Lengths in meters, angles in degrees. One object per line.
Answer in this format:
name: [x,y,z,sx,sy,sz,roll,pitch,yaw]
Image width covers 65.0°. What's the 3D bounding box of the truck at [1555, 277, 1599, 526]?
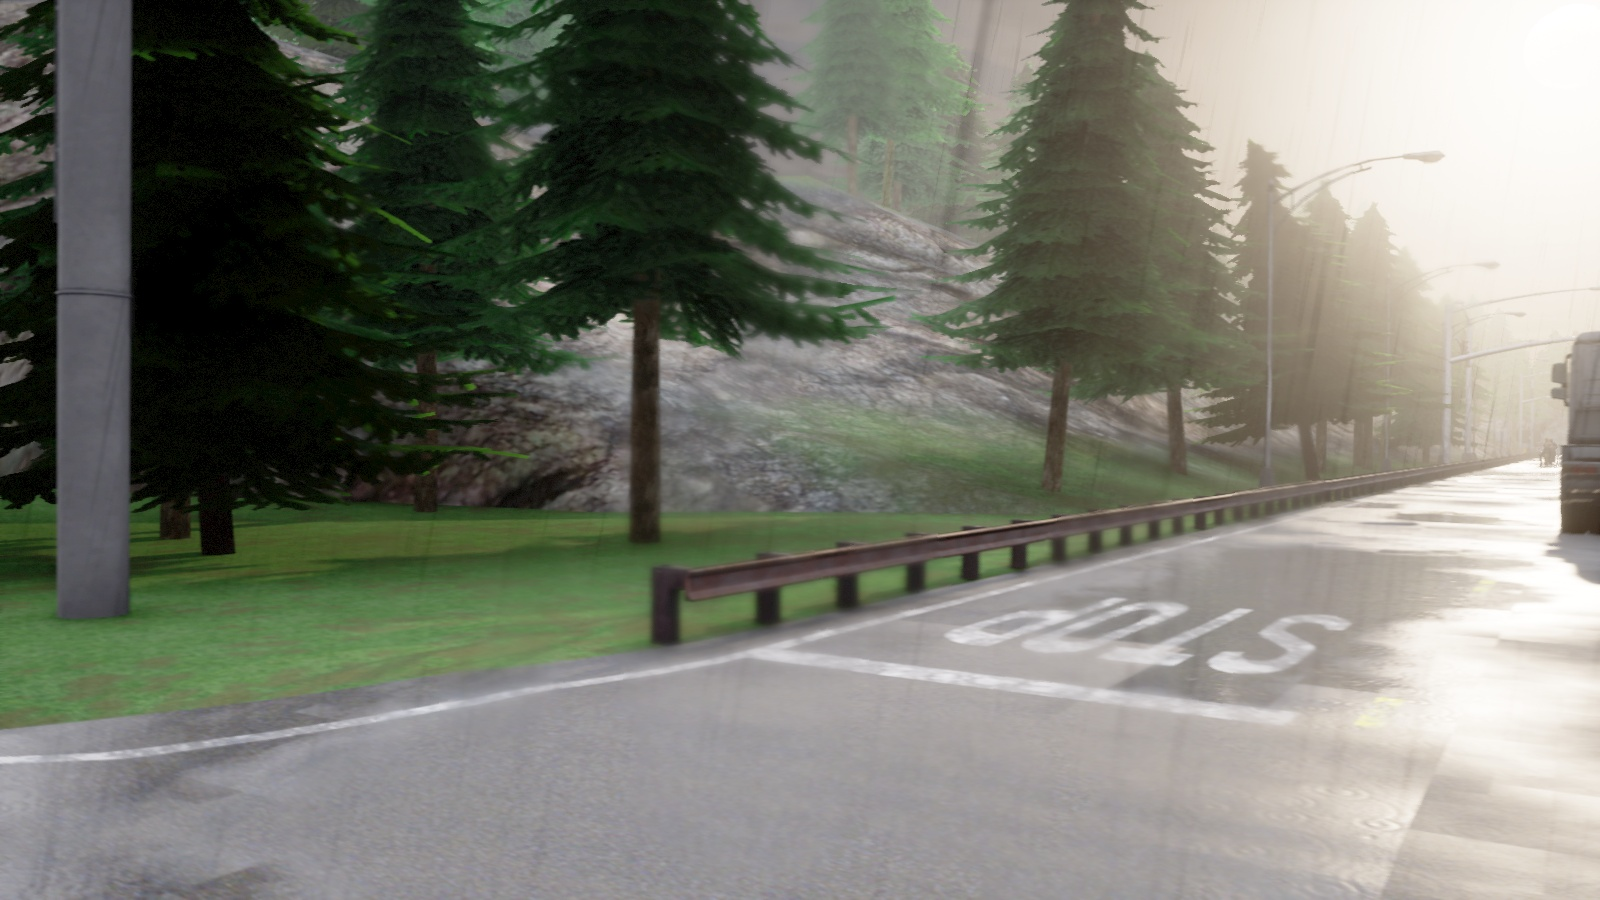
truck: [14.018,-0.731,20.305,2.891,3.462,7.936,0,1,33]
